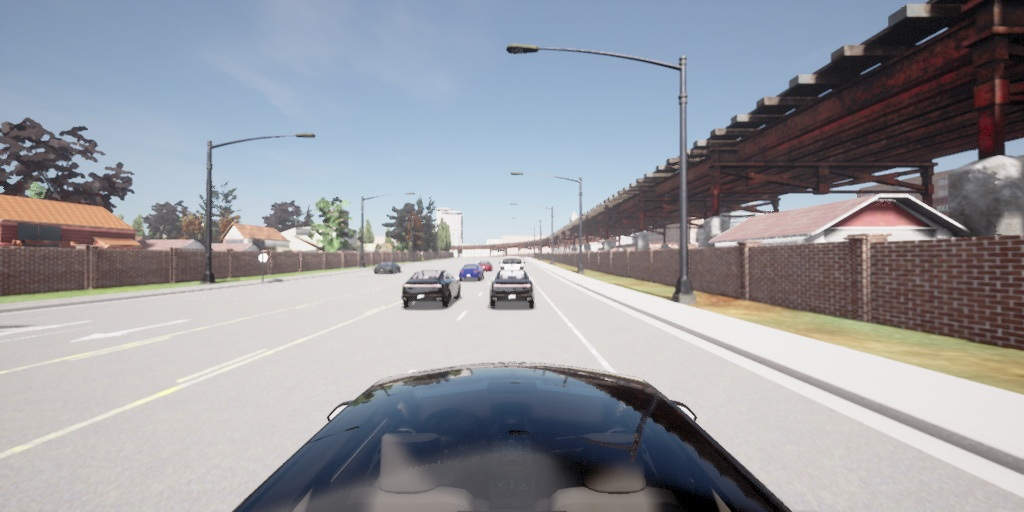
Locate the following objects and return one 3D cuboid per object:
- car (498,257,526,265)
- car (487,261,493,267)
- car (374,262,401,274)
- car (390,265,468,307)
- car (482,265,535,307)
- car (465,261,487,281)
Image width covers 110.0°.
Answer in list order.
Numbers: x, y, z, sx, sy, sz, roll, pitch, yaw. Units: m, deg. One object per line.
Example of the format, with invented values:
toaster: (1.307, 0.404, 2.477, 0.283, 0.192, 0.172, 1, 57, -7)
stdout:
car: (0.004, 1.077, 30.838, 2.150, 2.045, 5.566, 0, 0, 0)
car: (-3.496, 1.263, 45.910, 1.994, 1.385, 4.181, 0, 1, 0)
car: (-14.000, 1.334, 40.472, 1.994, 1.385, 4.181, 0, 1, 0)
car: (-3.493, 1.362, 16.142, 2.128, 1.511, 4.902, 0, 0, 0)
car: (0.007, 1.362, 16.145, 2.128, 1.511, 4.902, 0, 0, 0)
car: (-3.490, 1.384, 31.225, 1.812, 1.442, 4.674, 0, 1, 0)
